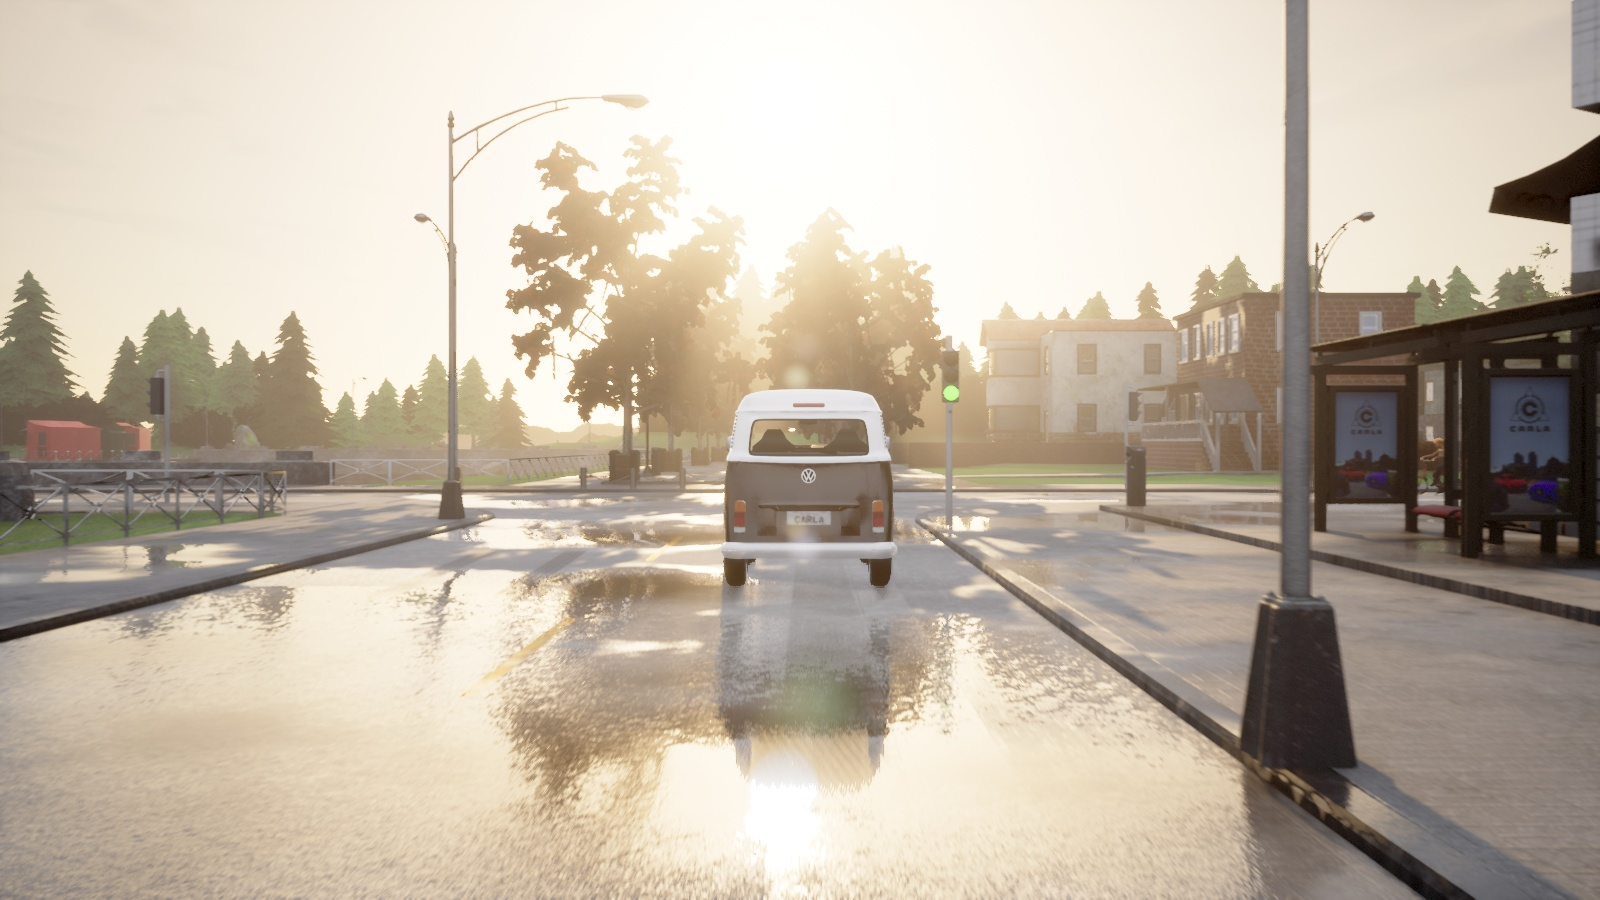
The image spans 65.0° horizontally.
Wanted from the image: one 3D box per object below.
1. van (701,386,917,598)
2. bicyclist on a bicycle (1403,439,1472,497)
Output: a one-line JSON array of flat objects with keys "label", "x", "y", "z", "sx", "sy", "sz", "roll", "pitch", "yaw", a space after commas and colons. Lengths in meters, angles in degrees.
[{"label": "van", "x": 0.098, "y": 0.389, "z": 14.296, "sx": 2.069, "sy": 2.038, "sz": 4.480, "roll": 0, "pitch": 0, "yaw": 0}, {"label": "bicyclist on a bicycle", "x": 18.006, "y": 0.497, "z": 35.493, "sx": 1.509, "sy": 1.612, "sz": 0.866, "roll": 0, "pitch": 0, "yaw": 0}]
